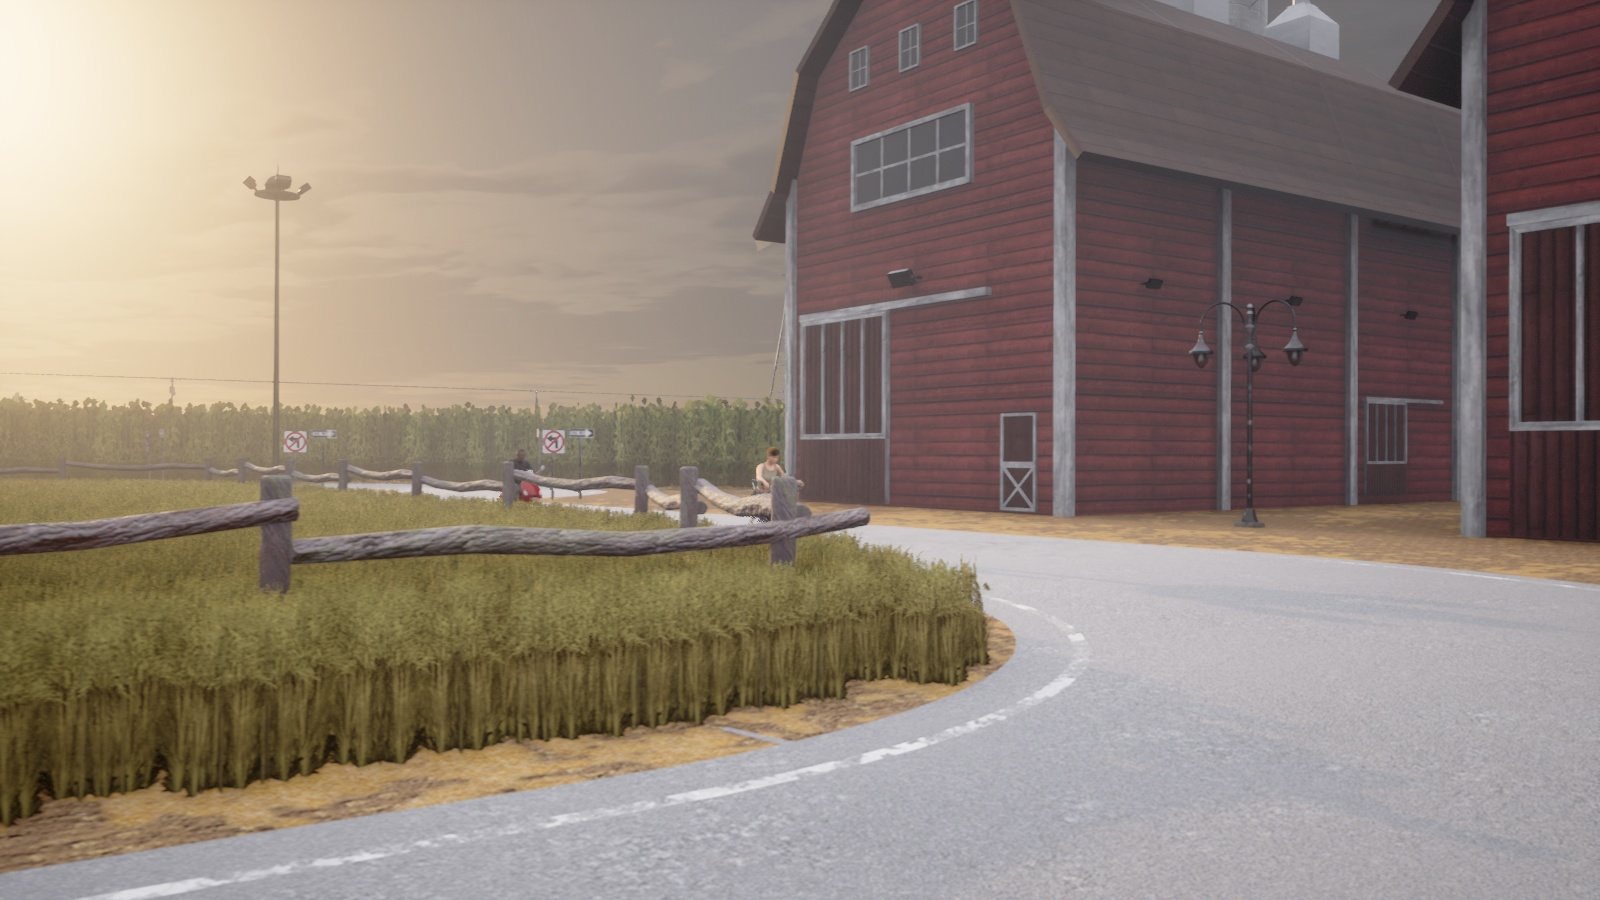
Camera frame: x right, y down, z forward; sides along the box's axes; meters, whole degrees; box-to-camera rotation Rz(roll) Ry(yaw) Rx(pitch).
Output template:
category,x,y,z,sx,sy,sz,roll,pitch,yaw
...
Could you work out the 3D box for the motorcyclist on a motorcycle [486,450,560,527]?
category,x,y,z,sx,sy,sz,roll,pitch,yaw
motorcyclist on a motorcycle,-5.984,0.802,27.041,0.866,1.590,1.817,0,0,-38
